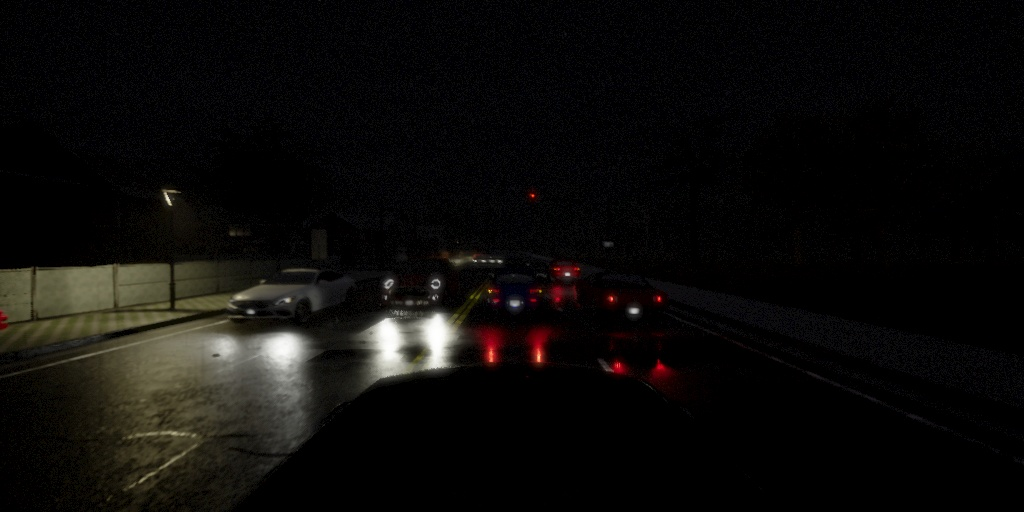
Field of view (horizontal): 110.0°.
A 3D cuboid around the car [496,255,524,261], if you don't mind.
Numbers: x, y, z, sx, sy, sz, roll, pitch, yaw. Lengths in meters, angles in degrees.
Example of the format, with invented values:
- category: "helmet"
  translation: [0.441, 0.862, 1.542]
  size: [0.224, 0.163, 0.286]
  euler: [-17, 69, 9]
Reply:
- category: "car"
  translation: [0.100, 0.874, 23.489]
  size: [1.837, 1.490, 4.892]
  euler: [0, 1, 1]

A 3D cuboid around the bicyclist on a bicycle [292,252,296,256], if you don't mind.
- category: "bicyclist on a bicycle"
  translation: [-24.563, 0.407, 40.430]
  size: [0.582, 1.620, 1.656]
  euler: [0, 1, 0]

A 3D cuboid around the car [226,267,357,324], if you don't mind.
- category: "car"
  translation: [-6.574, 1.105, 11.359]
  size: [1.812, 1.442, 4.674]
  euler: [0, 1, 0]

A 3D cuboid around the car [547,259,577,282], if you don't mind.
- category: "car"
  translation: [3.353, 0.891, 23.812]
  size: [1.812, 1.442, 4.674]
  euler: [0, 1, 1]

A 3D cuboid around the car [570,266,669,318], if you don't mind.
- category: "car"
  translation: [3.346, 1.172, 11.982]
  size: [1.895, 1.301, 4.718]
  euler: [0, 1, 0]

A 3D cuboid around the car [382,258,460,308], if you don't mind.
- category: "car"
  translation: [-3.313, 0.888, 13.848]
  size: [2.097, 1.767, 4.553]
  euler: [0, 1, 0]

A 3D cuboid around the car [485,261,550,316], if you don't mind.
- category: "car"
  translation: [0.096, 1.092, 12.243]
  size: [1.812, 1.442, 4.674]
  euler: [0, 1, 0]
